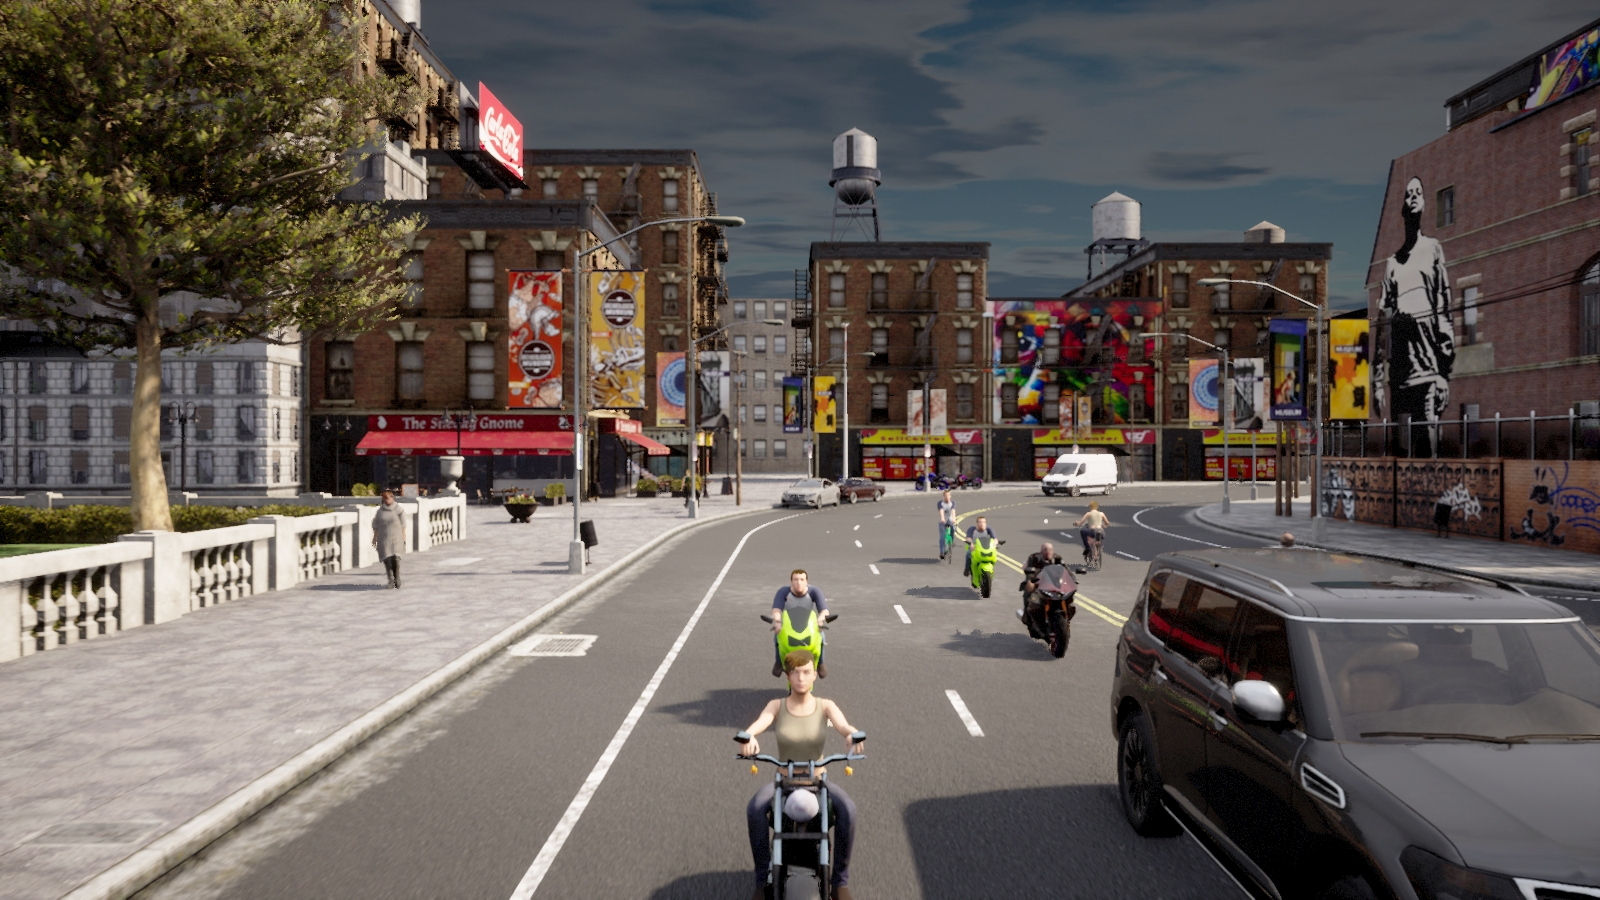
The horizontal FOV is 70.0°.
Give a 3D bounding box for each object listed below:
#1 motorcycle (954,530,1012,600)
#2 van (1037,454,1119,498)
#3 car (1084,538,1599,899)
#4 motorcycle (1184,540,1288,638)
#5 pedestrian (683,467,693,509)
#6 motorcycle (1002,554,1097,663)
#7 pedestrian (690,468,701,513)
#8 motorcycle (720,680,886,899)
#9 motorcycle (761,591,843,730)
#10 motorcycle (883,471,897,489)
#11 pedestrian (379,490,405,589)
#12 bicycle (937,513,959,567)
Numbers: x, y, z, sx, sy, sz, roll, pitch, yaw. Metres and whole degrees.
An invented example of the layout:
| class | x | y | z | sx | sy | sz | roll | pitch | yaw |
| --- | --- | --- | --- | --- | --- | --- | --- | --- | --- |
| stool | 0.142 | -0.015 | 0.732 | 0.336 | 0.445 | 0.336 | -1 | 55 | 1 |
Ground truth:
| class | x | y | z | sx | sy | sz | roll | pitch | yaw |
| --- | --- | --- | --- | --- | --- | --- | --- | --- | --- |
| motorcycle | 3.541 | 2.216 | 22.269 | 0.803 | 1.145 | 2.033 | 0 | 0 | 0 |
| van | 16.957 | 1.545 | 69.436 | 5.915 | 2.561 | 1.988 | 0 | 0 | -44 |
| car | 3.473 | 1.778 | 6.846 | 2.150 | 2.045 | 5.566 | 0 | 0 | 0 |
| motorcycle | 6.915 | 2.173 | 18.265 | 0.764 | 1.277 | 2.356 | 0 | 0 | 0 |
| pedestrian | -5.004 | 1.705 | 50.967 | 0.375 | 1.860 | 0.375 | 0 | 0 | 7 |
| motorcycle | 3.509 | 2.208 | 16.270 | 0.867 | 1.251 | 2.209 | 0 | 0 | 0 |
| pedestrian | -4.402 | 1.703 | 48.152 | 0.375 | 1.860 | 0.375 | 0 | 0 | 11 |
| motorcycle | 0.015 | 2.171 | 6.441 | 0.764 | 1.277 | 2.356 | 0 | 0 | 0 |
| motorcycle | 0.025 | 2.214 | 12.376 | 0.803 | 1.145 | 2.033 | -1 | -1 | 0 |
| motorcycle | 6.534 | 2.194 | 83.119 | 0.856 | 1.236 | 1.805 | 0 | 0 | 0 |
| pedestrian | -7.799 | 1.699 | 21.841 | 0.375 | 1.860 | 0.375 | 0 | 0 | -3 |
| bicycle | 3.666 | 2.210 | 28.397 | 0.373 | 1.196 | 1.643 | 0 | 0 | 1 |
